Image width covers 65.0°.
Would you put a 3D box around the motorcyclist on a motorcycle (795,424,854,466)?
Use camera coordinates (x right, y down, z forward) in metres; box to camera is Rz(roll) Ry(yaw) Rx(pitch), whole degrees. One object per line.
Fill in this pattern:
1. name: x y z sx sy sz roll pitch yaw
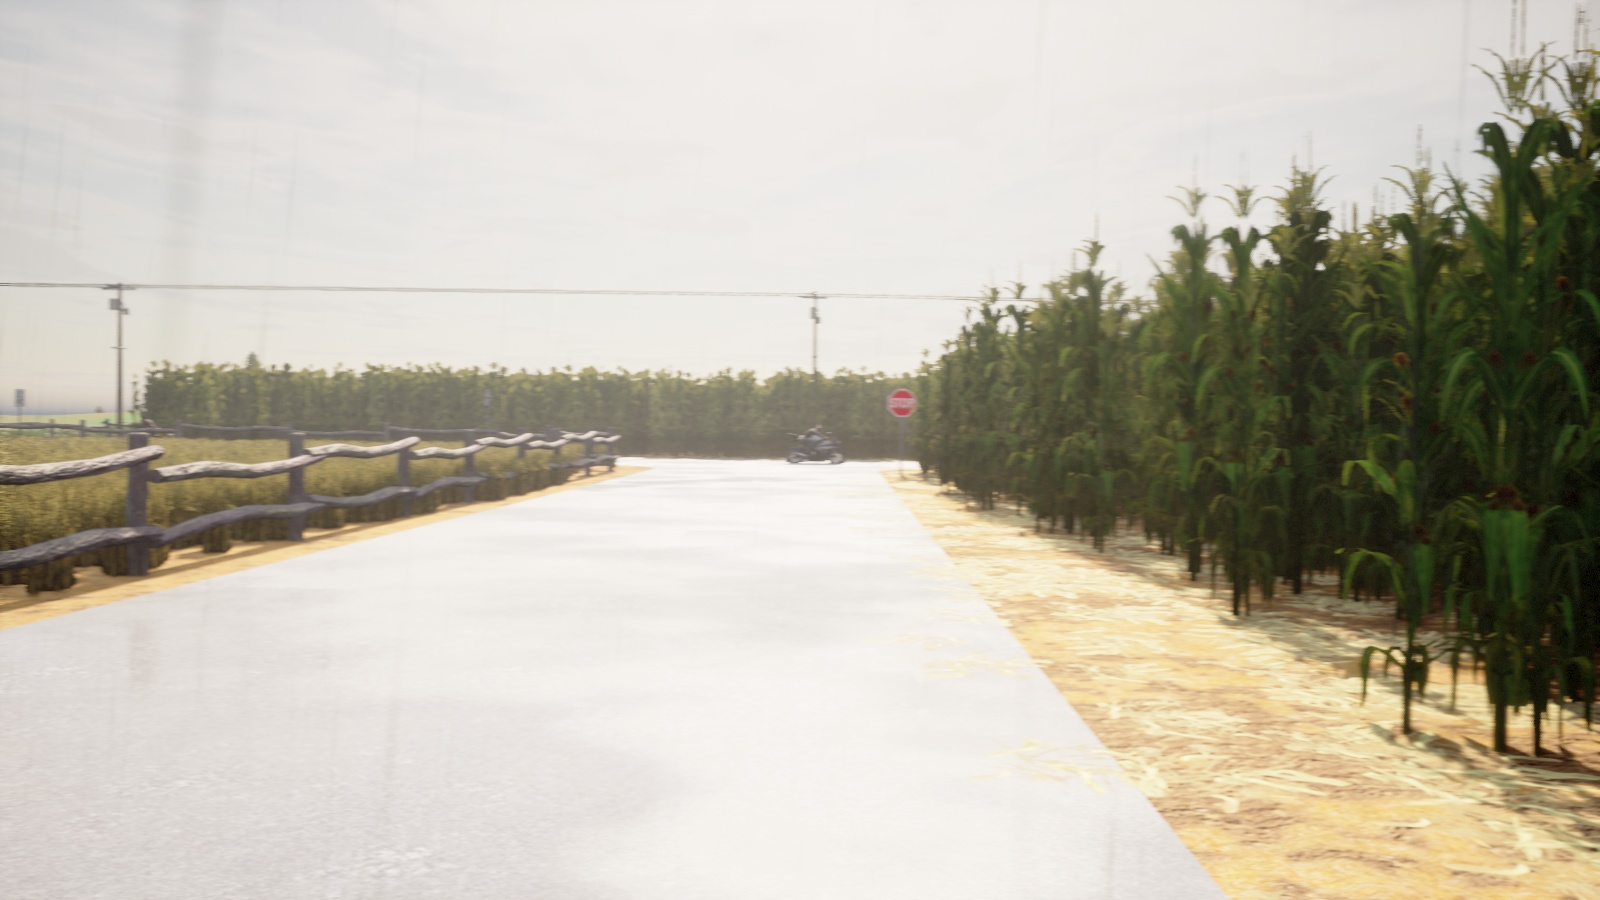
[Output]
1. motorcyclist on a motorcycle: 0.917 -0.189 47.288 2.191 1.530 0.866 0 1 0

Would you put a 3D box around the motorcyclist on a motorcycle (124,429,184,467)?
1. motorcyclist on a motorcycle: -26.385 -0.096 51.294 2.044 1.523 0.797 0 1 2
